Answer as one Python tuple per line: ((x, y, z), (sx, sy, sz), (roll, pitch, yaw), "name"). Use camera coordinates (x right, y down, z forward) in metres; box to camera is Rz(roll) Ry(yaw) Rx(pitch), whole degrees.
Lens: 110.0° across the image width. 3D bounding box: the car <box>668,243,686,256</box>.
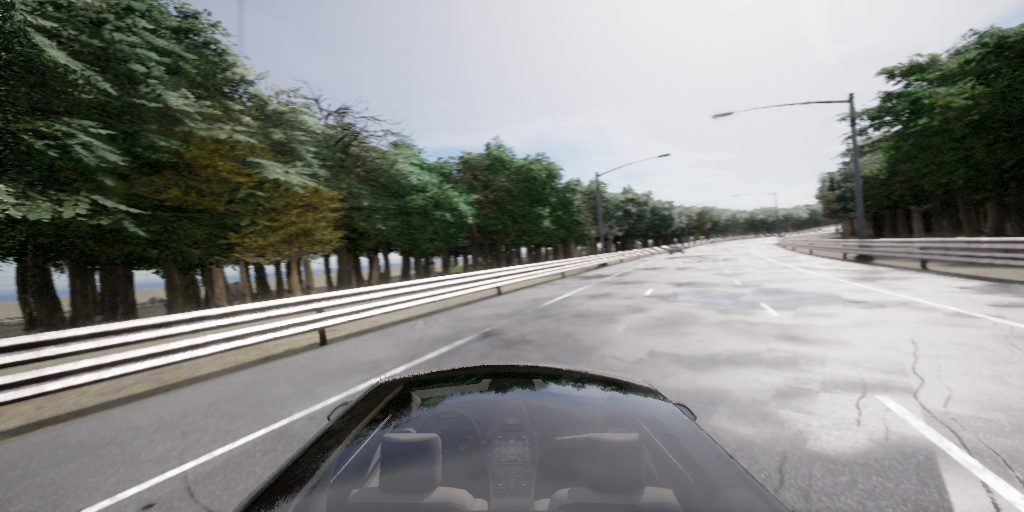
((22.529, -0.949, 48.976), (2.128, 1.511, 4.902), (-4, 0, 32), "car")
